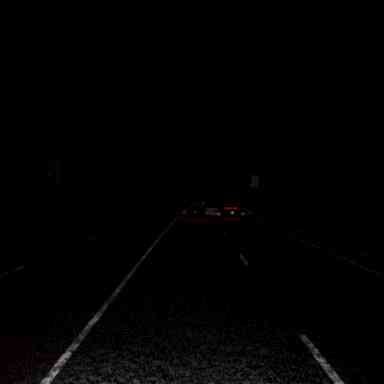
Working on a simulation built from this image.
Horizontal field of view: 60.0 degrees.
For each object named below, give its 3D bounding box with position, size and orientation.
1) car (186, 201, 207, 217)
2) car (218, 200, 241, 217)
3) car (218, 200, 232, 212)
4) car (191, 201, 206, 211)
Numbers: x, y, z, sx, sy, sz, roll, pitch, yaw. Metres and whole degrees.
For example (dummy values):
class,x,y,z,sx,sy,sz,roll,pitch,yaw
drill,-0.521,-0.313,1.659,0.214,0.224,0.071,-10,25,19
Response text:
class,x,y,z,sx,sy,sz,roll,pitch,yaw
car,0.446,1.731,34.361,2.128,1.511,4.902,0,0,2
car,3.944,1.743,34.252,1.837,1.490,4.892,0,0,2
car,4.498,1.845,45.932,1.812,1.442,4.674,0,0,4
car,0.994,1.921,46.000,1.895,1.301,4.718,0,0,4
